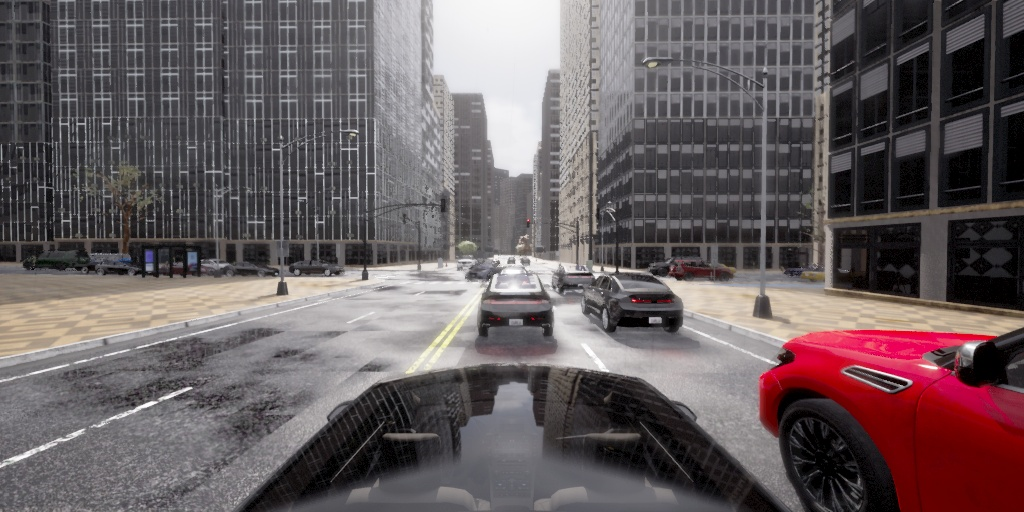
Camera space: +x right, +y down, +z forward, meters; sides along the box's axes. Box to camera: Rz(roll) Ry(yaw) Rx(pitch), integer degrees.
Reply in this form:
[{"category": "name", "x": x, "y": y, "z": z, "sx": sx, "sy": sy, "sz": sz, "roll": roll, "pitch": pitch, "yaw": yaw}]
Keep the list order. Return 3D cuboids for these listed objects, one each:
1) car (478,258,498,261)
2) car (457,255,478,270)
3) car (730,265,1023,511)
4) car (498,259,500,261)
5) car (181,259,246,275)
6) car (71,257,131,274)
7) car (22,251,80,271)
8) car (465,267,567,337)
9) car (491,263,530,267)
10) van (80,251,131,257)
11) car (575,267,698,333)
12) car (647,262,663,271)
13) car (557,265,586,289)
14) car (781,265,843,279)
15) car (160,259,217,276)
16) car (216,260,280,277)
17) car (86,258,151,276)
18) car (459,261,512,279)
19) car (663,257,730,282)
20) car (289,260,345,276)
[{"category": "car", "x": -3.389, "y": 1.192, "z": 52.055, "sx": 1.882, "sy": 1.535, "sz": 5.008, "roll": 0, "pitch": 0, "yaw": 0}, {"category": "car", "x": -6.639, "y": 0.935, "z": 52.503, "sx": 2.150, "sy": 2.045, "sz": 5.566, "roll": 0, "pitch": 0, "yaw": 0}, {"category": "car", "x": 3.348, "y": 0.972, "z": 0.912, "sx": 2.150, "sy": 2.045, "sz": 5.566, "roll": 0, "pitch": 0, "yaw": 0}, {"category": "car", "x": -3.390, "y": 1.267, "z": 61.641, "sx": 1.994, "sy": 1.385, "sz": 4.181, "roll": 0, "pitch": 0, "yaw": 0}, {"category": "car", "x": -28.394, "y": 1.038, "z": 34.188, "sx": 4.674, "sy": 1.442, "sz": 1.812, "roll": 1, "pitch": 1, "yaw": 1}, {"category": "car", "x": -38.616, "y": 1.020, "z": 34.393, "sx": 4.718, "sy": 1.301, "sz": 1.895, "roll": 1, "pitch": 1, "yaw": 1}, {"category": "car", "x": -47.786, "y": 0.505, "z": 37.758, "sx": 5.566, "sy": 2.045, "sz": 2.150, "roll": 1, "pitch": 1, "yaw": 1}, {"category": "car", "x": 0.091, "y": 1.238, "z": 10.281, "sx": 2.128, "sy": 1.511, "sz": 4.902, "roll": 0, "pitch": 0, "yaw": 0}, {"category": "car", "x": 0.082, "y": 1.288, "z": 20.017, "sx": 2.033, "sy": 1.411, "sz": 5.357, "roll": 0, "pitch": 0, "yaw": 0}, {"category": "van", "x": -45.326, "y": 0.604, "z": 40.317, "sx": 3.998, "sy": 1.789, "sz": 1.690, "roll": 0, "pitch": 0, "yaw": 1}, {"category": "car", "x": 3.340, "y": 1.251, "z": 10.776, "sx": 1.837, "sy": 1.490, "sz": 4.892, "roll": 0, "pitch": 0, "yaw": 0}, {"category": "car", "x": 16.811, "y": 1.089, "z": 36.634, "sx": 5.566, "sy": 2.045, "sz": 2.150, "roll": 1, "pitch": 1, "yaw": 1}, {"category": "car", "x": 3.332, "y": 1.232, "z": 20.024, "sx": 2.128, "sy": 1.511, "sz": 4.902, "roll": 0, "pitch": 0, "yaw": 0}, {"category": "car", "x": 30.408, "y": 1.586, "z": 36.429, "sx": 4.718, "sy": 1.301, "sz": 1.895, "roll": 1, "pitch": 1, "yaw": 1}, {"category": "car", "x": -28.445, "y": 1.138, "z": 31.499, "sx": 4.207, "sy": 1.307, "sz": 1.802, "roll": 0, "pitch": 0, "yaw": 1}, {"category": "car", "x": -22.761, "y": 1.173, "z": 31.372, "sx": 4.313, "sy": 1.339, "sz": 1.948, "roll": 0, "pitch": 0, "yaw": 1}, {"category": "car", "x": -34.126, "y": 1.069, "z": 31.667, "sx": 4.313, "sy": 1.339, "sz": 1.948, "roll": 0, "pitch": 0, "yaw": 1}, {"category": "car", "x": -2.074, "y": 1.362, "z": 29.243, "sx": 1.994, "sy": 1.385, "sz": 4.181, "roll": 0, "pitch": -1, "yaw": 27}, {"category": "car", "x": 16.164, "y": 1.269, "z": 30.882, "sx": 5.009, "sy": 1.841, "sz": 2.192, "roll": 0, "pitch": 0, "yaw": 1}, {"category": "car", "x": -18.439, "y": 1.108, "z": 33.978, "sx": 4.892, "sy": 1.490, "sz": 1.837, "roll": 1, "pitch": 1, "yaw": 2}]
